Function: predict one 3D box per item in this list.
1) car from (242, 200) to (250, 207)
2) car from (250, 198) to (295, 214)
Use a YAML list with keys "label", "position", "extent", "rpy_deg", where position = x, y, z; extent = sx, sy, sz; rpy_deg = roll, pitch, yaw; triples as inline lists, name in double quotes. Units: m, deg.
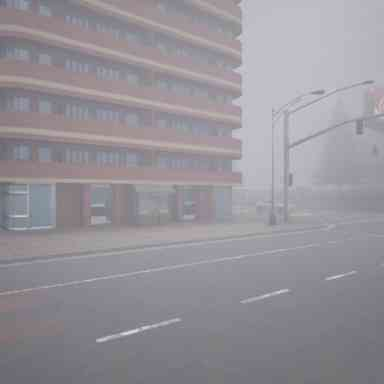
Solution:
- label: "car"
  position: [9.214, 1.525, 47.912]
  extent: [1.812, 1.442, 4.674]
  rpy_deg: [0, 0, -36]
- label: "car"
  position: [8.903, 1.526, 36.193]
  extent: [1.812, 1.442, 4.674]
  rpy_deg: [0, 0, -36]
